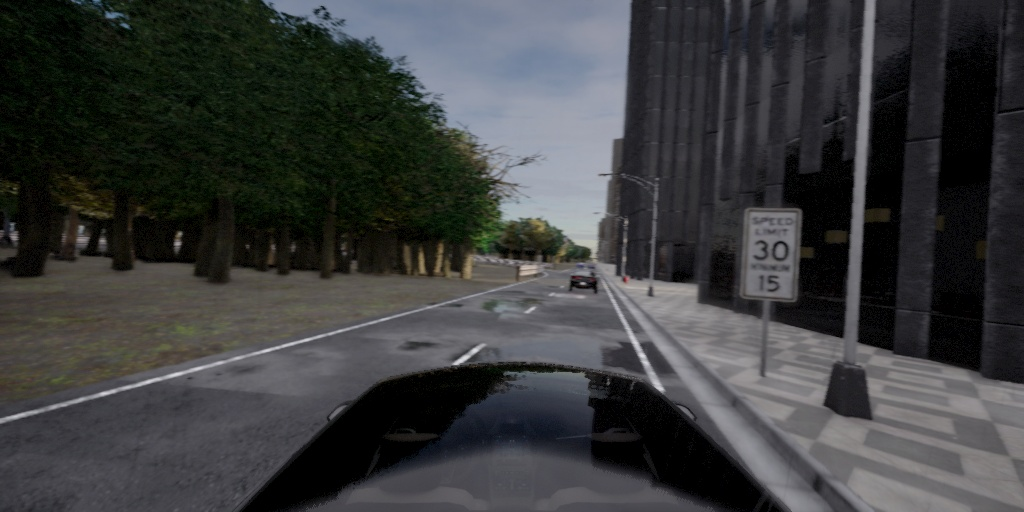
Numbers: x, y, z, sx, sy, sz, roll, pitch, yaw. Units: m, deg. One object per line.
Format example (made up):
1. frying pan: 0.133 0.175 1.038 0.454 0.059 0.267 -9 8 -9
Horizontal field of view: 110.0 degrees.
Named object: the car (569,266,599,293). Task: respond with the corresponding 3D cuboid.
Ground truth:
1. car: 5.314 1.741 26.356 1.882 1.535 5.008 3 0 13
